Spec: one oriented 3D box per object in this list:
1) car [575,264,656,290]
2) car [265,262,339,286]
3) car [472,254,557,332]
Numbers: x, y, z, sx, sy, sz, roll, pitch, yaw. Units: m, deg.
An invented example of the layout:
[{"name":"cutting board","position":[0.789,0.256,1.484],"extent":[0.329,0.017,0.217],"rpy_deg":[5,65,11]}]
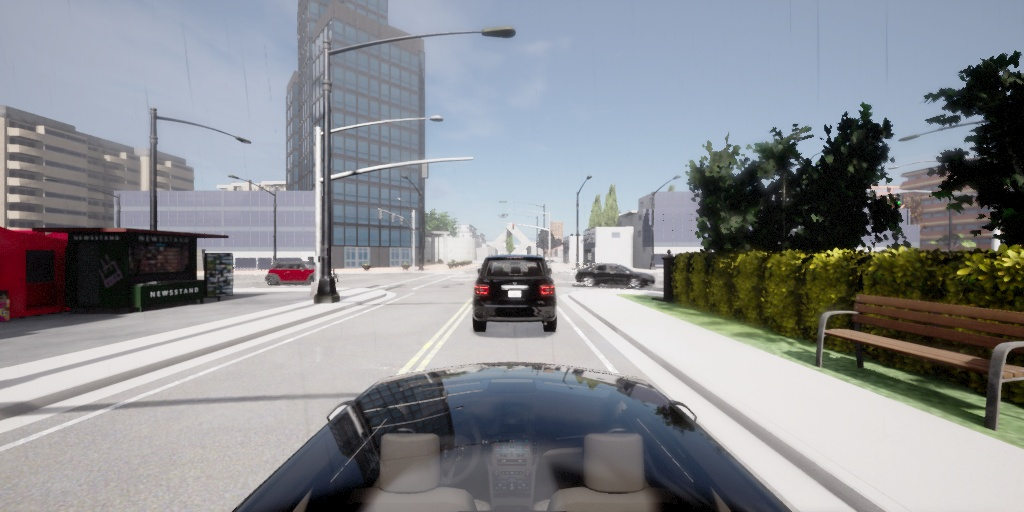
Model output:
[{"name":"car","position":[6.452,1.253,22.552],"extent":[4.892,1.490,1.837],"rpy_deg":[0,-1,30]},{"name":"car","position":[-15.175,1.195,26.111],"extent":[4.553,1.767,2.097],"rpy_deg":[-1,0,0]},{"name":"car","position":[0.082,0.971,10.991],"extent":[2.150,2.045,5.566],"rpy_deg":[0,0,0]}]
